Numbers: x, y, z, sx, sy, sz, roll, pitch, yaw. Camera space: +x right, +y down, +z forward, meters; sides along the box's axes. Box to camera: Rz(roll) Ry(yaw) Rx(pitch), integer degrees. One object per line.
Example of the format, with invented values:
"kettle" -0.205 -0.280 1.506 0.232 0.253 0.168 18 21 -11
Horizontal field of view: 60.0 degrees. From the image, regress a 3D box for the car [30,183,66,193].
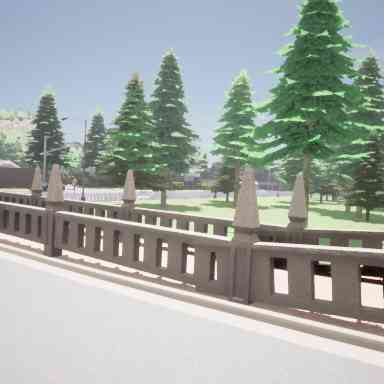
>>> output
"car" -19.525 -0.556 45.171 1.812 1.442 4.674 4 2 37
